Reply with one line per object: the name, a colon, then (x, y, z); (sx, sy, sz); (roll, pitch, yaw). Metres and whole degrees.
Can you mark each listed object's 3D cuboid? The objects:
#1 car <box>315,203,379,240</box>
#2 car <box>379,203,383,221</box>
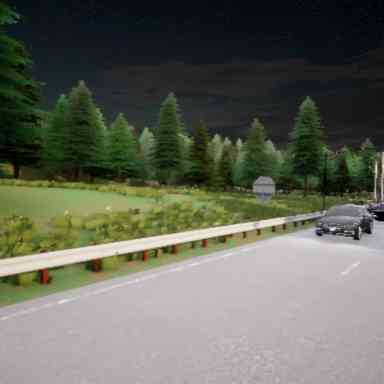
car: (7.649, 1.393, 16.504); (1.837, 1.490, 4.892); (2, 1, 38)
car: (13.486, 1.509, 24.078); (1.895, 1.301, 4.718); (2, 1, 38)
